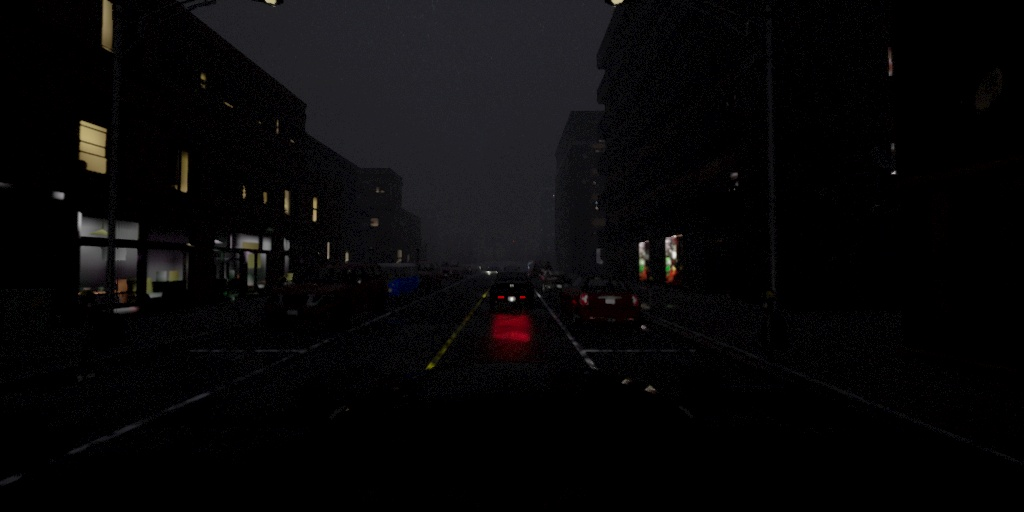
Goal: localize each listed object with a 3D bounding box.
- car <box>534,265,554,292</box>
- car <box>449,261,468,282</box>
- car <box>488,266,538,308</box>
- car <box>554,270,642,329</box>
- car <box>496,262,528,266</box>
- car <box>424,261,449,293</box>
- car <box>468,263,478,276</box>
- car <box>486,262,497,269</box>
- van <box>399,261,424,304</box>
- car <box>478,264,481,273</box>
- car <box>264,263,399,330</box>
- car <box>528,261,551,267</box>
[{"bbox_3d":[2.677,1.504,22.594,2.007,1.370,4.403,0,0,0],"label":"car"},{"bbox_3d":[-5.713,1.372,33.408,2.192,1.841,5.009,0,0,0],"label":"car"},{"bbox_3d":[-0.006,1.399,16.142,1.837,1.490,4.892,0,0,0],"label":"car"},{"bbox_3d":[2.685,1.288,11.780,1.967,1.591,4.097,0,0,0],"label":"car"},{"bbox_3d":[-0.017,1.529,31.141,2.128,1.511,4.902,0,0,0],"label":"car"},{"bbox_3d":[-5.704,1.268,22.595,2.192,1.841,5.009,0,0,0],"label":"car"},{"bbox_3d":[-5.720,1.602,44.223,1.967,1.591,4.097,0,0,0],"label":"car"},{"bbox_3d":[-3.049,1.813,62.104,1.882,1.535,5.008,0,-1,0],"label":"car"},{"bbox_3d":[-5.701,1.242,17.188,1.690,1.789,3.998,0,0,0],"label":"van"},{"bbox_3d":[-5.729,1.817,55.036,2.007,1.370,4.403,0,0,0],"label":"car"},{"bbox_3d":[-5.696,1.163,11.781,2.192,1.841,5.009,0,0,0],"label":"car"},{"bbox_3d":[2.668,1.373,33.407,2.192,1.841,5.009,0,0,0],"label":"car"}]
